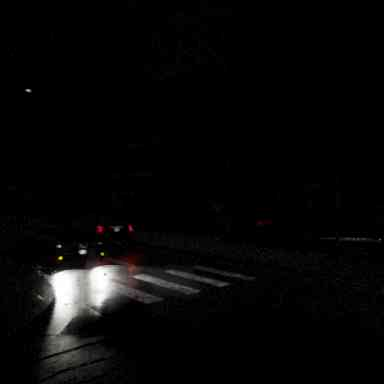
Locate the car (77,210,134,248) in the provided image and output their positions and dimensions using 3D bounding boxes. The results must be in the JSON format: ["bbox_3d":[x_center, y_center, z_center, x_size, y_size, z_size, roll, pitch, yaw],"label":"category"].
[{"bbox_3d":[-4.835,1.740,16.407,2.097,1.767,4.553,4,-3,-44],"label":"car"}]

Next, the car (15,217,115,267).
[{"bbox_3d":[-4.917,1.783,12.243,1.994,1.385,4.181,4,-3,-44],"label":"car"}]

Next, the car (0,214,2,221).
[{"bbox_3d":[-19.891,2.259,31.947,2.033,1.411,5.357,4,-4,-44],"label":"car"}]
